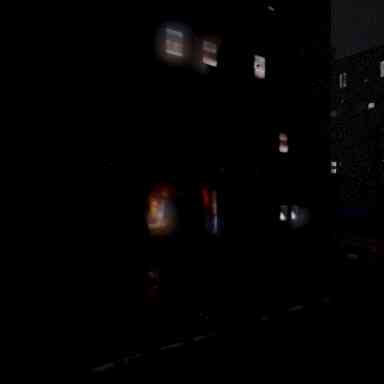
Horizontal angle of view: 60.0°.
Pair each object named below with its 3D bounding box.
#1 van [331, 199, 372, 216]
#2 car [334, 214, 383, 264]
[{"bbox_3d":[15.301,1.568,32.297,1.690,1.788,3.998,0,0,-36],"label":"van"},{"bbox_3d":[6.778,1.635,11.399,4.829,1.417,1.752,1,-1,-35],"label":"car"}]
